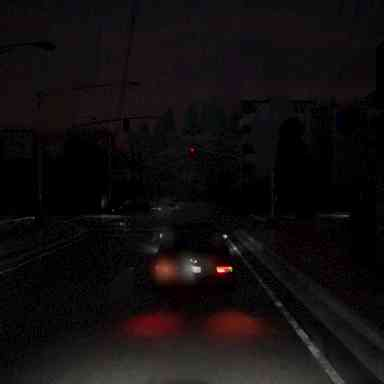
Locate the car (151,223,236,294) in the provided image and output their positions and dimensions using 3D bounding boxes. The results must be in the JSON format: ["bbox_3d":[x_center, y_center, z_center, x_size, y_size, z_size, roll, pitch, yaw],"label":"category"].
[{"bbox_3d":[0.039,1.547,8.939,2.033,1.411,5.357,0,0,0],"label":"car"}]

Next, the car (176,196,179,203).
[{"bbox_3d":[-3.661,1.546,67.093,1.812,1.442,4.674,0,0,0],"label":"car"}]

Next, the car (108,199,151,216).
[{"bbox_3d":[-5.791,1.418,31.486,1.812,1.442,4.674,0,-1,31],"label":"car"}]

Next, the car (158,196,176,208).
[{"bbox_3d":[-3.712,1.525,48.306,1.812,1.442,4.674,0,0,0],"label":"car"}]
